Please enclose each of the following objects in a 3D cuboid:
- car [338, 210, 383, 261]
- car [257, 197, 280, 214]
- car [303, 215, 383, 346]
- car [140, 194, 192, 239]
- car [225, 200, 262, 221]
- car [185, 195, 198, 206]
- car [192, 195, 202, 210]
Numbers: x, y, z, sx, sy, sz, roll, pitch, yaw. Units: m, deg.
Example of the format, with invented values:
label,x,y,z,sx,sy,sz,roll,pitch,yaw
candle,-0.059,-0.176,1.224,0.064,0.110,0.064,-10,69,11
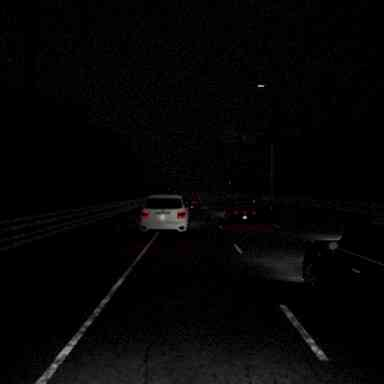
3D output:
label,x,y,z,sx,sy,sz,roll,pitch,yaw
car,7.097,1.466,11.184,2.033,1.411,5.357,0,0,0
car,7.089,1.260,32.290,1.882,1.535,5.008,0,0,0
car,3.598,1.309,5.815,2.097,1.767,4.553,0,0,0
car,-1.231,1.107,16.641,2.150,2.045,5.566,0,0,0
car,3.594,1.429,24.837,1.895,1.301,4.718,0,0,0
car,-0.018,1.186,50.114,1.837,1.490,4.892,0,0,0
car,0.015,1.256,37.608,1.837,1.490,4.892,0,1,0
